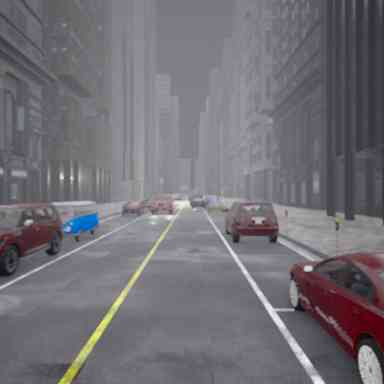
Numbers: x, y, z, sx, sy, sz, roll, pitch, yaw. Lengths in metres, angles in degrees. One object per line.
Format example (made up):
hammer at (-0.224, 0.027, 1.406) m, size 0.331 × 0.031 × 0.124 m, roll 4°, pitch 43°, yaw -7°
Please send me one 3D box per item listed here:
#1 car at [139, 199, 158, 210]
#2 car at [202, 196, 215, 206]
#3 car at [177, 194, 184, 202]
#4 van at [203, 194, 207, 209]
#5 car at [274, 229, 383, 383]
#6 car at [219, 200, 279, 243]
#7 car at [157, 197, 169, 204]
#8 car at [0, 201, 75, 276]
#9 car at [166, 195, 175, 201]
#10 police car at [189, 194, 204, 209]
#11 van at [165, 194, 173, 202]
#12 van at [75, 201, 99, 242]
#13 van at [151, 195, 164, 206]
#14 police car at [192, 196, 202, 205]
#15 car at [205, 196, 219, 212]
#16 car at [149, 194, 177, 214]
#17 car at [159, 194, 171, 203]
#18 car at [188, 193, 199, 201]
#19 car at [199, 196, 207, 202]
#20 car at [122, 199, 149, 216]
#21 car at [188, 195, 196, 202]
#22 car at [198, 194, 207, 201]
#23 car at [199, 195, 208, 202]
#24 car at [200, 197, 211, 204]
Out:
car at (-5.768, 1.616, 44.331) m, size 1.947 × 1.339 × 4.313 m, roll 0°, pitch 0°, yaw 0°
car at (2.756, 1.507, 55.617) m, size 1.967 × 1.590 × 4.097 m, roll 0°, pitch 0°, yaw 0°
car at (-3.005, 1.617, 76.304) m, size 1.895 × 1.301 × 4.718 m, roll 0°, pitch 0°, yaw 0°
van at (2.756, 1.391, 44.344) m, size 1.690 × 1.788 × 3.998 m, roll 0°, pitch 0°, yaw 0°
car at (2.760, 1.548, 4.890) m, size 1.887 × 1.381 × 4.507 m, roll 0°, pitch 0°, yaw 0°
car at (2.758, 1.328, 16.162) m, size 2.192 × 1.841 × 5.009 m, roll 0°, pitch 0°, yaw 0°
car at (-5.769, 1.651, 66.878) m, size 1.947 × 1.339 × 4.313 m, roll 0°, pitch 0°, yaw 0°
car at (-5.766, 1.323, 10.511) m, size 2.192 × 1.841 × 5.009 m, roll 0°, pitch 0°, yaw 0°
car at (-5.771, 1.561, 89.425) m, size 1.967 × 1.590 × 4.097 m, roll 0°, pitch 0°, yaw 0°
police car at (0.897, 1.477, 45.769) m, size 1.930 × 1.638 × 5.238 m, roll 0°, pitch 0°, yaw 0°
van at (-5.771, 1.453, 83.788) m, size 1.690 × 1.788 × 3.998 m, roll 0°, pitch 0°, yaw 0°
van at (-5.766, 1.355, 16.147) m, size 1.690 × 1.788 × 3.998 m, roll 0°, pitch 0°, yaw 0°
van at (-5.770, 1.408, 55.604) m, size 1.690 × 1.788 × 3.998 m, roll 0°, pitch 0°, yaw 0°
police car at (0.896, 1.502, 61.769) m, size 1.930 × 1.638 × 5.238 m, roll 0°, pitch 0°, yaw 0°
car at (2.757, 1.567, 38.878) m, size 1.752 × 1.417 × 4.829 m, roll 0°, pitch 0°, yaw 0°
car at (-3.099, 1.260, 35.730) m, size 2.150 × 2.045 × 5.566 m, roll 0°, pitch 0°, yaw 0°
car at (-5.771, 1.409, 72.514) m, size 2.192 × 1.841 × 5.009 m, roll 0°, pitch 0°, yaw 0°
car at (0.729, 1.283, 55.682) m, size 2.150 × 2.045 × 5.566 m, roll 0°, pitch 0°, yaw -1°
car at (2.754, 1.677, 83.798) m, size 1.947 × 1.339 × 4.313 m, roll 0°, pitch 0°, yaw 0°
car at (-5.767, 1.578, 33.057) m, size 1.887 × 1.381 × 4.507 m, roll 0°, pitch 0°, yaw 0°
car at (-0.006, 1.450, 78.918) m, size 1.837 × 1.490 × 4.892 m, roll 0°, pitch 0°, yaw 0°
car at (2.753, 1.435, 89.435) m, size 2.192 × 1.841 × 5.009 m, roll 0°, pitch 0°, yaw 0°
car at (2.754, 1.543, 78.161) m, size 1.967 × 1.590 × 4.097 m, roll 0°, pitch 0°, yaw 0°
car at (2.755, 1.636, 66.889) m, size 2.008 × 1.369 × 4.403 m, roll 0°, pitch 0°, yaw 0°
